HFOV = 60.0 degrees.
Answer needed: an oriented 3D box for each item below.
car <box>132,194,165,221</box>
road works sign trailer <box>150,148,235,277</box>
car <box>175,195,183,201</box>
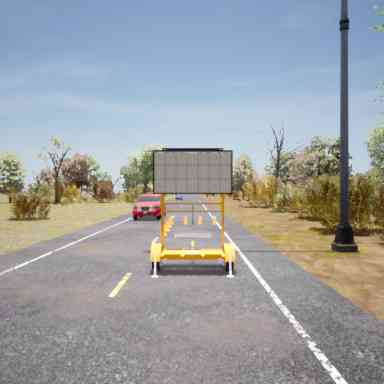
[{"bbox_3d":[-3.536,1.211,27.867,2.150,2.045,5.566,0,0,0],"label":"car"},{"bbox_3d":[0.023,0.464,10.174,2.380,3.560,2.880,0,0,0],"label":"road works sign trailer"},{"bbox_3d":[-3.314,1.374,84.578,1.882,1.535,5.008,0,0,0],"label":"car"}]
